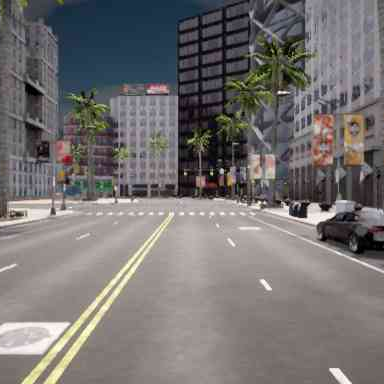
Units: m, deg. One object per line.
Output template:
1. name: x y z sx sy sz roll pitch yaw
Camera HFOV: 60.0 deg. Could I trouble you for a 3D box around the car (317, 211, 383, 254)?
1. car: 6.645 1.460 13.194 2.161 1.482 4.786 0 0 -1
